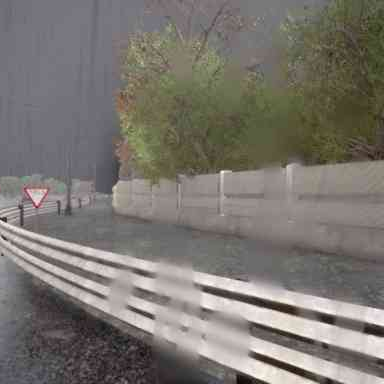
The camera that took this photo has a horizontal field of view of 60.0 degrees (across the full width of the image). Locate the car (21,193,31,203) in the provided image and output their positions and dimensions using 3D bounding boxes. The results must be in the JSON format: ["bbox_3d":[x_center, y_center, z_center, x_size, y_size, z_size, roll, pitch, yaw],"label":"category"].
[{"bbox_3d":[-35.864,1.222,72.578,2.150,2.045,5.566,0,0,-27],"label":"car"}]
